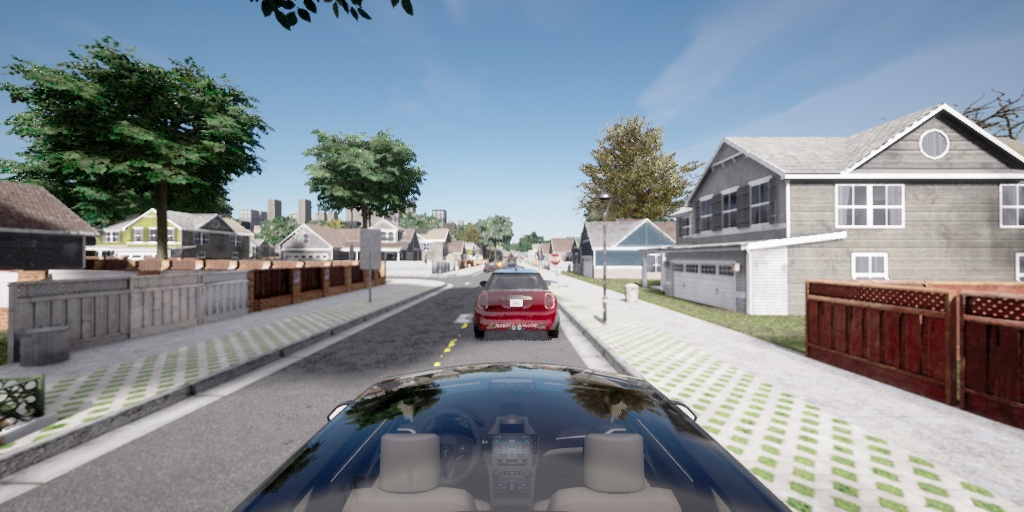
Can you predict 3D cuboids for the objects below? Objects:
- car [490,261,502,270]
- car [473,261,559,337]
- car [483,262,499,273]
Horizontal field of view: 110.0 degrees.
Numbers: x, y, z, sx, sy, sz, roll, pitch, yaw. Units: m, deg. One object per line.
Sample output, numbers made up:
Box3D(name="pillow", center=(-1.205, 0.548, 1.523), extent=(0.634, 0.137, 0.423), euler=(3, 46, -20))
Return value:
Box3D(name="car", center=(-2.822, 1.634, 64.634), extent=(1.882, 1.535, 5.008), euler=(0, -1, 0))
Box3D(name="car", center=(0.100, 1.142, 10.564), extent=(2.097, 1.767, 4.553), euler=(0, 0, 0))
Box3D(name="car", center=(-2.851, 1.613, 49.816), extent=(1.994, 1.385, 4.181), euler=(0, 0, 0))
